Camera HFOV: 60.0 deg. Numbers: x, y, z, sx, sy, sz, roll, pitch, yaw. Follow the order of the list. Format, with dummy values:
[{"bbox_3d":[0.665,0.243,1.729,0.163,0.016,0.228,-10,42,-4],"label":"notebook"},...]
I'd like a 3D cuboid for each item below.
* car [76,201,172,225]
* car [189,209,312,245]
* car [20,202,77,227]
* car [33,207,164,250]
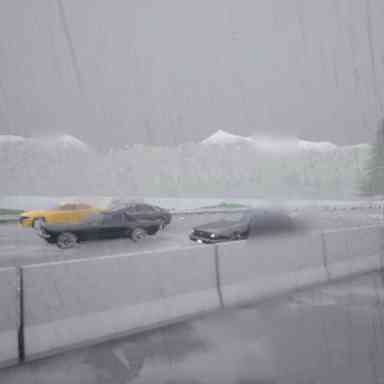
[{"bbox_3d":[-3.468,1.363,18.245,4.892,1.490,1.837,0,0,-32],"label":"car"},{"bbox_3d":[2.565,1.443,13.786,5.357,1.411,2.033,0,0,-31],"label":"car"},{"bbox_3d":[-7.473,1.321,19.850,5.008,1.535,1.882,0,0,-33],"label":"car"},{"bbox_3d":[-3.825,1.491,13.909,4.718,1.301,1.895,0,1,-33],"label":"car"}]
